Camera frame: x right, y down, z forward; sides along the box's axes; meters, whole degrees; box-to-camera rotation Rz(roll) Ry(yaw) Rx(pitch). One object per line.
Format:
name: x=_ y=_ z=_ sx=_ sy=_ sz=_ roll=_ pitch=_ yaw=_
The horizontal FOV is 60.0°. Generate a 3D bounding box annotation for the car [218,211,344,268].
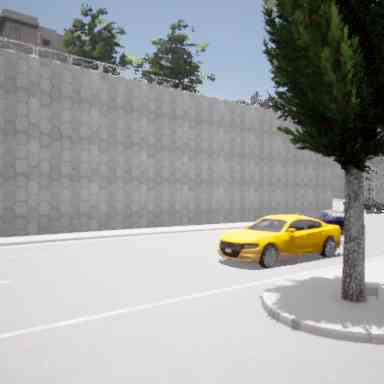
car: x=3.174 y=1.558 z=11.696 sx=5.008 sy=1.535 sz=1.882 roll=1 pitch=0 yaw=-35

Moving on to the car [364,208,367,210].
car: x=7.654 y=1.754 z=19.043 sx=4.718 sy=1.301 sz=1.895 roll=1 pitch=0 yaw=-34

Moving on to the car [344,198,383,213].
car: x=20.006 y=1.480 z=38.238 sx=1.837 sy=1.490 sz=4.892 roll=1 pitch=4 yaw=-32
